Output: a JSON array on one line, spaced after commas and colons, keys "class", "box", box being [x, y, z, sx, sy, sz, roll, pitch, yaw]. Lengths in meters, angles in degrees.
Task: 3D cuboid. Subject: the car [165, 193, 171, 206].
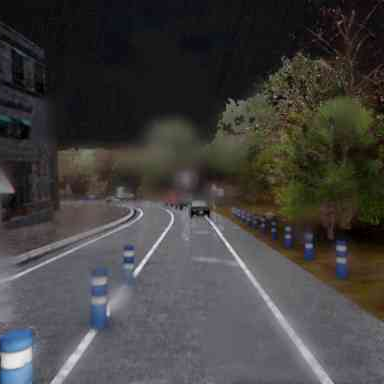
[{"class": "car", "box": [-2.514, 1.117, 49.495, 2.150, 2.045, 5.566, -2, 1, -18]}]

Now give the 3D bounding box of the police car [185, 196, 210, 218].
[{"class": "police car", "box": [0.655, 1.611, 33.237, 1.930, 1.638, 5.238, 0, 1, -4]}]

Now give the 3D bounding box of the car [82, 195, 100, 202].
[{"class": "car", "box": [-24.099, 1.516, 79.020, 4.718, 1.301, 1.895, -2, 3, 37]}]

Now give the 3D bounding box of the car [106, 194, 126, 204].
[{"class": "car", "box": [-15.383, 1.509, 65.123, 2.128, 1.511, 4.902, -4, 2, -33]}]

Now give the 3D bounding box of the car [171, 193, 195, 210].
[{"class": "car", "box": [-0.835, 1.220, 43.453, 2.150, 2.045, 5.566, -1, 1, -13]}]

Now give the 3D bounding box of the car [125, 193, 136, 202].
[{"class": "car", "box": [-13.300, 1.054, 67.891, 2.097, 1.767, 4.553, -5, 2, -39]}]
